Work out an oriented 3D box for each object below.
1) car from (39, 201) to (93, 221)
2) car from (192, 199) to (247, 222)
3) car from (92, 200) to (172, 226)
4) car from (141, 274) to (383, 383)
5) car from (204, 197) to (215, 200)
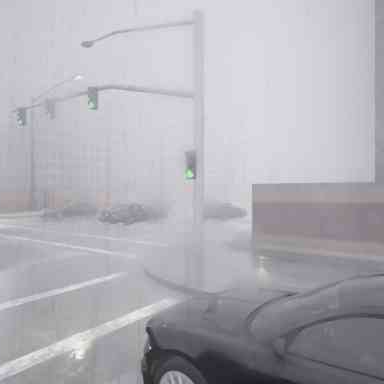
[{"bbox_3d":[-10.099,1.492,27.428,2.128,1.511,4.902,0,0,34],"label":"car"},{"bbox_3d":[2.460,1.547,26.496,2.033,1.411,5.357,0,0,36],"label":"car"},{"bbox_3d":[-4.033,1.548,23.511,2.033,1.411,5.357,0,0,36],"label":"car"},{"bbox_3d":[1.741,1.478,2.764,5.008,1.535,1.882,0,0,37],"label":"car"},{"bbox_3d":[1.997,1.478,44.022,1.882,1.535,5.008,0,0,36],"label":"car"}]
